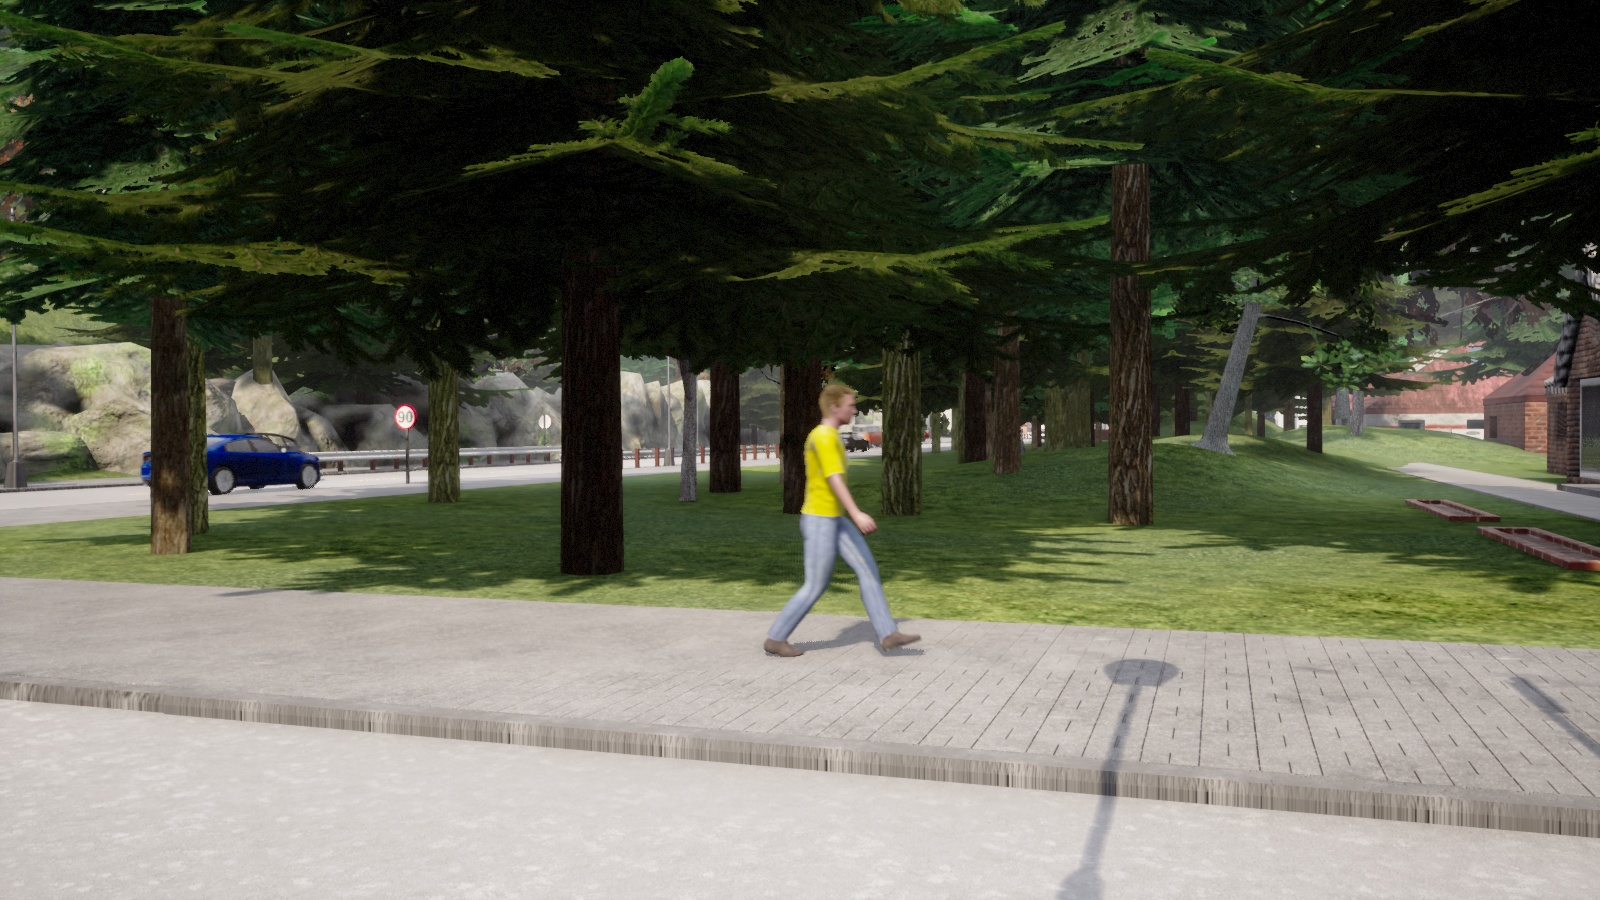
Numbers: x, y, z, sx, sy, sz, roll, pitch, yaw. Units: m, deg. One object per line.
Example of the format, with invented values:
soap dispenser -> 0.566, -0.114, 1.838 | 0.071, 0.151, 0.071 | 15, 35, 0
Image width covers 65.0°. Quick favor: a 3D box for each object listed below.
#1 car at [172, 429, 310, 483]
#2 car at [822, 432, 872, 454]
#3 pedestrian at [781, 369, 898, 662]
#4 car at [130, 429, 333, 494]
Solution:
car -> -16.896, 0.129, 38.109 | 1.789, 1.549, 3.705 | 1, 1, 18
car -> 3.276, -0.492, 86.093 | 2.033, 1.411, 5.357 | 1, 1, 19
pedestrian -> 0.260, 0.407, 8.105 | 0.706, 1.836, 0.354 | 0, 1, 10
car -> -14.542, 0.230, 32.485 | 1.882, 1.535, 5.008 | 1, 1, 18
